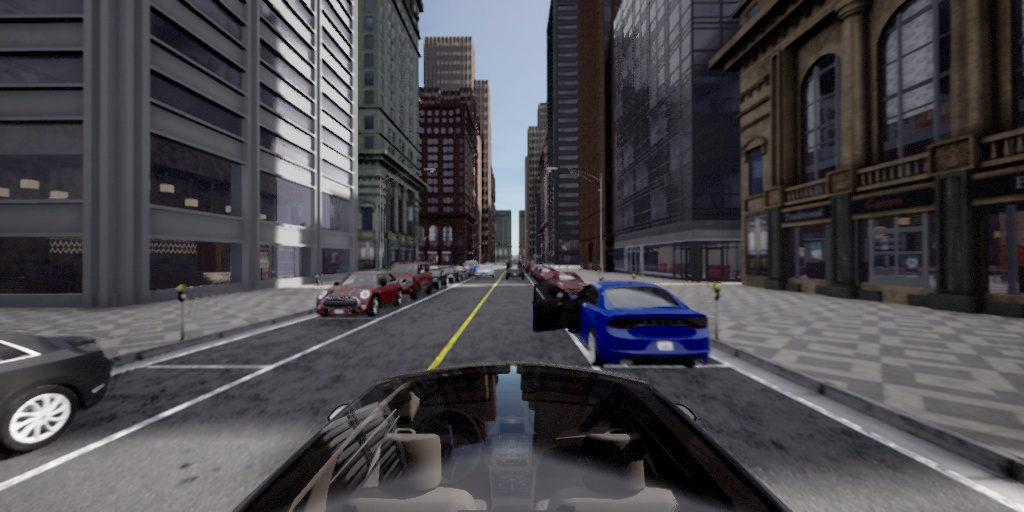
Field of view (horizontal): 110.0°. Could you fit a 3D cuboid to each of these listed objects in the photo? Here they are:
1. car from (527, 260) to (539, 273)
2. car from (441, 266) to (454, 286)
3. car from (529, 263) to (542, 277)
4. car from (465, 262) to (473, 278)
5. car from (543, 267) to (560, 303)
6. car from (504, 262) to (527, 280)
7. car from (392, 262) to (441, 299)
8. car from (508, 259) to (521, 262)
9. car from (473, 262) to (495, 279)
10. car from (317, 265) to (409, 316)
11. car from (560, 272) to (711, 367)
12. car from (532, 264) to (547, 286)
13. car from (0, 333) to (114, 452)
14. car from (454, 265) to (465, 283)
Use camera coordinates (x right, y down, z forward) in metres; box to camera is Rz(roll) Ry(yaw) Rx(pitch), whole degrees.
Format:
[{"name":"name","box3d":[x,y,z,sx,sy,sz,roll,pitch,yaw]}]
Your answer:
[{"name":"car","box3d":[3.048,1.558,41.920,1.967,1.591,4.097,0,0,0]},{"name":"car","box3d":[-5.592,1.552,25.065,1.948,1.339,4.313,0,0,0]},{"name":"car","box3d":[3.009,1.645,36.285,1.802,1.307,4.207,0,0,0]},{"name":"car","box3d":[-5.515,1.644,36.337,2.007,1.370,4.403,0,0,0]},{"name":"car","box3d":[2.894,1.487,19.377,1.802,1.307,4.207,0,0,0]},{"name":"car","box3d":[0.319,1.600,36.480,1.812,1.442,4.674,0,0,1]},{"name":"car","box3d":[-5.630,1.249,19.429,2.192,1.841,5.009,0,0,0]},{"name":"car","box3d":[0.339,1.413,48.184,2.150,2.045,5.566,0,0,1]},{"name":"car","box3d":[-2.818,1.625,37.955,1.812,1.442,4.674,0,-1,0]},{"name":"car","box3d":[-5.669,1.322,13.792,1.967,1.591,4.097,0,0,0]},{"name":"car","box3d":[2.413,1.279,8.085,1.882,1.535,5.008,0,-1,0]},{"name":"car","box3d":[2.971,1.592,30.649,1.802,1.307,4.207,0,0,0]},{"name":"car","box3d":[-5.745,1.328,2.519,2.007,1.370,4.403,0,0,0]},{"name":"car","box3d":[-5.554,1.605,30.701,1.948,1.339,4.313,0,0,0]}]
